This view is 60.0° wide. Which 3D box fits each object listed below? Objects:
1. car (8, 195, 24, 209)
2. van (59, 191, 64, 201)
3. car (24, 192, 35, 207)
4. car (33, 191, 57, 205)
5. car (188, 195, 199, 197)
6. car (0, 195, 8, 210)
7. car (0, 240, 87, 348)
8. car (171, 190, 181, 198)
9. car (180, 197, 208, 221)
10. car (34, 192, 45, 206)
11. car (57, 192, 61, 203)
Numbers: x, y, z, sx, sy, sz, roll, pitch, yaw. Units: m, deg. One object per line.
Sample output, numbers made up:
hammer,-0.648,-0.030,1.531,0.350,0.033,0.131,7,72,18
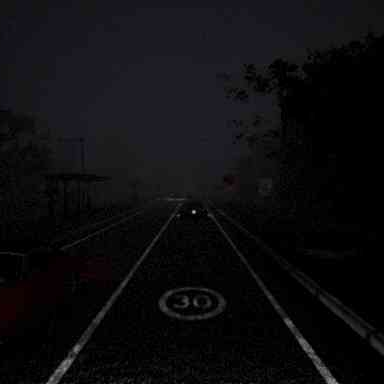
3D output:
car,-22.079,1.139,37.088,5.008,1.535,2.097,0,1,0
van,-21.963,0.788,50.960,4.442,1.987,1.878,0,1,0
car,-22.068,1.115,39.863,4.892,1.521,2.231,0,1,0
car,-21.891,1.060,45.411,5.366,1.575,1.946,0,1,0
car,0.137,1.041,41.814,2.033,1.411,5.357,0,1,0
car,-22.103,1.039,34.311,4.553,1.767,2.185,0,1,0
car,-3.345,1.555,5.396,1.895,1.301,4.718,0,0,0
car,-3.183,0.451,64.424,1.837,1.490,4.892,0,1,-3
car,0.123,1.325,24.912,1.994,1.385,4.181,0,1,0
car,-22.105,1.118,42.637,4.792,1.488,2.163,0,1,0
car,-22.108,1.068,48.189,4.792,1.488,2.163,0,1,0
